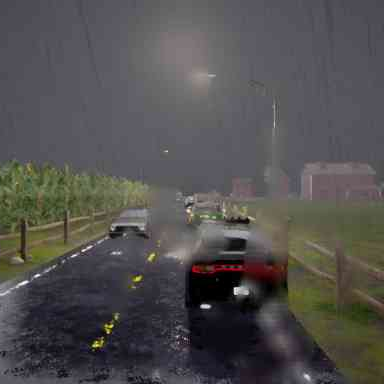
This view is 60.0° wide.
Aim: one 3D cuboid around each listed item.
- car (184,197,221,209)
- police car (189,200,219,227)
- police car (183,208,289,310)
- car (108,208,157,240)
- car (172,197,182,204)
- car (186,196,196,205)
[{"bbox_3d":[0.778,1.351,17.919,2.097,1.767,4.553,0,0,0],"label":"car"},{"bbox_3d":[0.762,1.425,24.058,1.930,1.638,5.238,0,0,0],"label":"police car"},{"bbox_3d":[0.804,1.425,8.058,1.930,1.638,5.238,0,0,0],"label":"police car"},{"bbox_3d":[-2.894,1.547,17.395,2.033,1.411,5.357,0,0,0],"label":"car"},{"bbox_3d":[-2.923,1.617,66.246,2.033,1.411,5.357,0,0,0],"label":"car"},{"bbox_3d":[-0.163,1.539,62.734,1.882,1.535,5.008,0,0,0],"label":"car"}]
